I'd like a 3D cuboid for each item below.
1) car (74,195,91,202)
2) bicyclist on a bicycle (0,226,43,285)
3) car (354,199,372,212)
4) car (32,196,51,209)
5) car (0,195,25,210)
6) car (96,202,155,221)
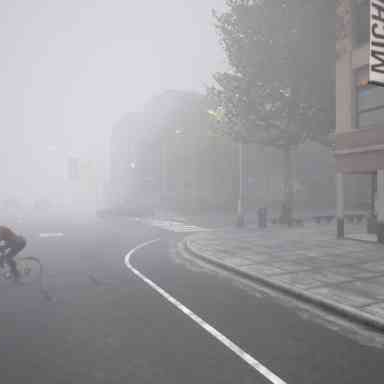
[{"bbox_3d":[-25.303,1.524,76.723,1.812,1.442,4.674,0,0,21],"label":"car"},{"bbox_3d":[-4.398,1.454,7.755,1.656,1.620,0.582,-2,1,-26],"label":"bicyclist on a bicycle"},{"bbox_3d":[21.468,1.548,38.957,5.357,1.411,2.033,0,0,-25],"label":"car"},{"bbox_3d":[-20.601,1.525,45.785,1.812,1.442,4.674,0,0,-22],"label":"car"},{"bbox_3d":[-23.238,1.491,43.046,2.128,1.511,4.902,0,0,-23],"label":"car"},{"bbox_3d":[-5.351,1.525,27.030,4.674,1.442,1.812,0,0,-12],"label":"car"}]
